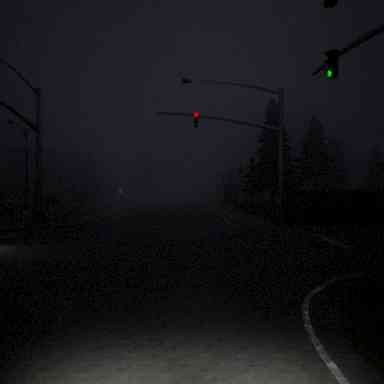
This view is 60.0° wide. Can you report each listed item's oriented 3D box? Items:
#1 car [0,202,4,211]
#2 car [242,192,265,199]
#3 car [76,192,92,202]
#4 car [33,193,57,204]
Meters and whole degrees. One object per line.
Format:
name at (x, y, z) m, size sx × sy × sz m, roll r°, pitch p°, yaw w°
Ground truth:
car at (-17.693, 1.060, 27.699) m, size 2.007 × 1.523 × 4.514 m, roll 0°, pitch 1°, yaw 0°
car at (13.039, 0.628, 70.802) m, size 4.553 × 1.767 × 2.097 m, roll 0°, pitch 1°, yaw 1°
car at (-17.437, 0.833, 53.731) m, size 1.845 × 1.501 × 3.633 m, roll 0°, pitch 1°, yaw 0°
car at (-20.493, 0.918, 46.341) m, size 1.970 × 1.475 × 3.806 m, roll 0°, pitch 1°, yaw 0°
